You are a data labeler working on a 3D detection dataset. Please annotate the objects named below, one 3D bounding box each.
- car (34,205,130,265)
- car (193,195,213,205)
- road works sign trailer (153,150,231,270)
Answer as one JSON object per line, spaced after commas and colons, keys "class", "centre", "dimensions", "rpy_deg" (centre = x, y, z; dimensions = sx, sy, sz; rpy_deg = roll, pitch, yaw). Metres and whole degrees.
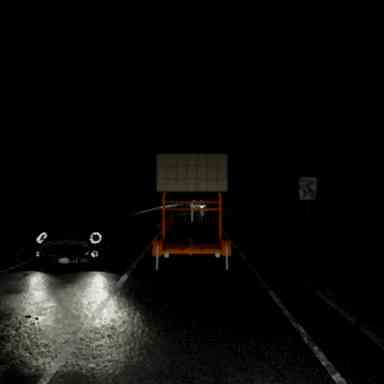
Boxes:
{"class": "car", "centre": [-3.560, 1.320, 11.530], "dimensions": [2.097, 1.767, 4.553], "rpy_deg": [0, 0, 0]}
{"class": "car", "centre": [1.802, 1.285, 53.167], "dimensions": [1.837, 1.490, 4.892], "rpy_deg": [-1, 0, 29]}
{"class": "road works sign trailer", "centre": [0.002, 0.434, 10.850], "dimensions": [2.380, 3.560, 2.880], "rpy_deg": [0, 0, 0]}
